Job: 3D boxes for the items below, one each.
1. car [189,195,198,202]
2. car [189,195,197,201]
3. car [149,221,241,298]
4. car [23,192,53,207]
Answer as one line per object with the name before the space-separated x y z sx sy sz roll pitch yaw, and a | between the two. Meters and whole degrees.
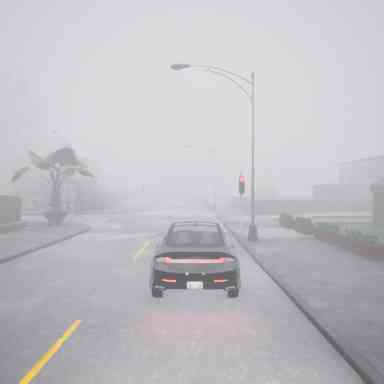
car | 0.312 1.465 74.440 1.882 1.535 5.008 0 0 0
car | 0.355 1.540 84.675 1.994 1.385 4.181 0 0 0
car | 0.086 1.491 8.505 2.128 1.511 4.902 0 0 1
car | -19.580 0.985 42.969 1.905 1.878 3.866 0 0 35
